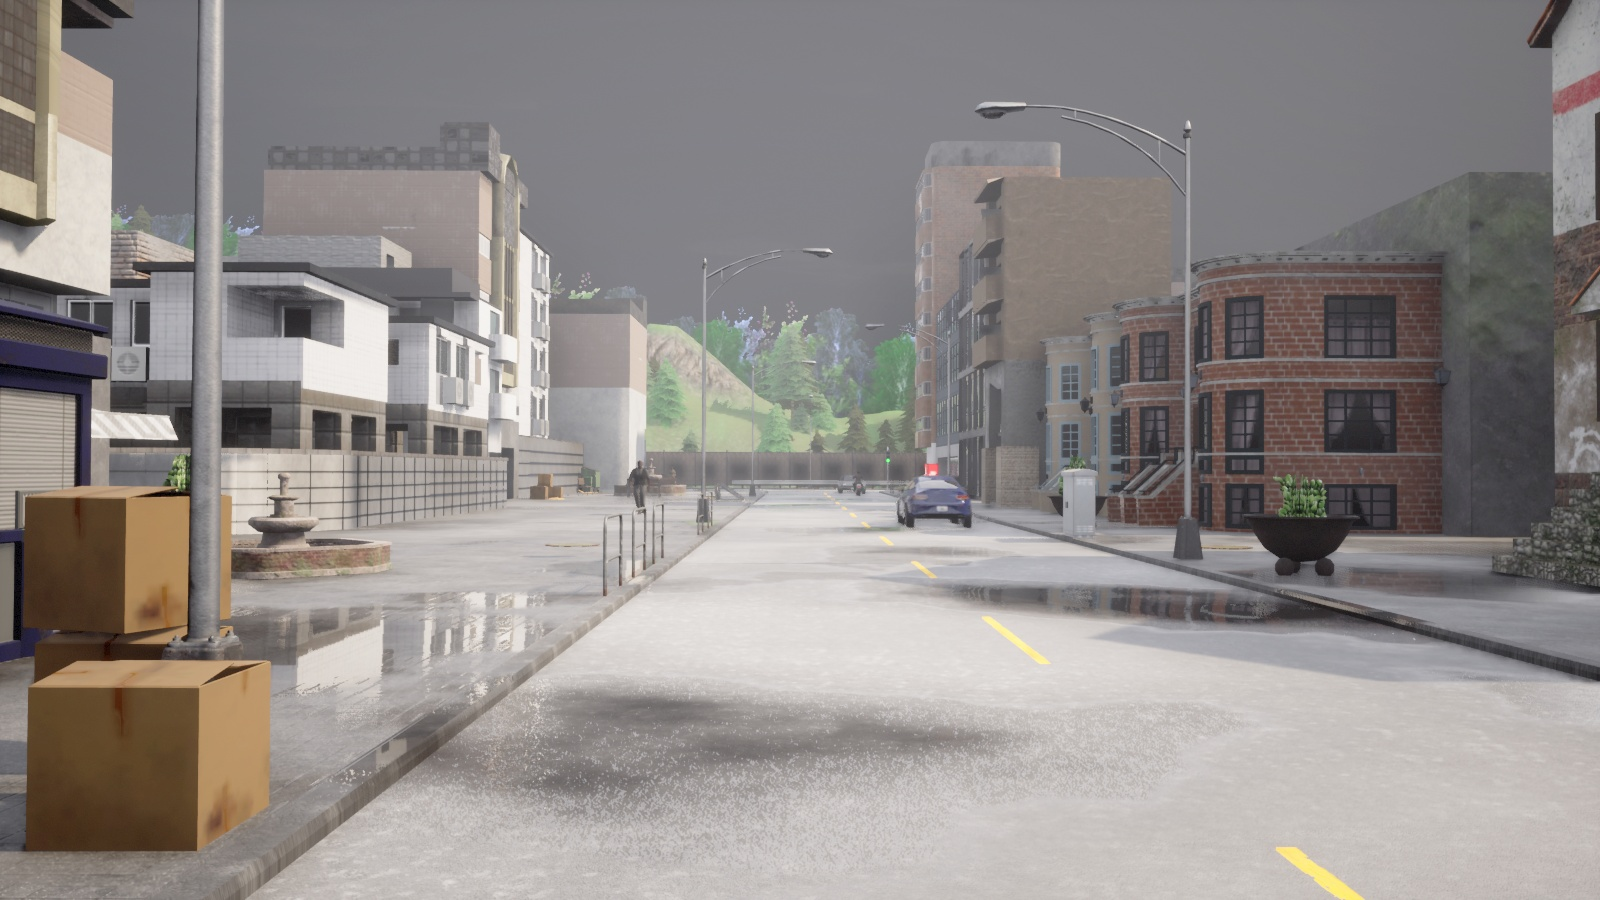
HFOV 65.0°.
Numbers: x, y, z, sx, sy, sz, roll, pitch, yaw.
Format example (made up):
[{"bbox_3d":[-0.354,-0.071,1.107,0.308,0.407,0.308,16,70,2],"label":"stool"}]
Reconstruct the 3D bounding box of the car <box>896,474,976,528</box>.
[{"bbox_3d":[3.880,1.438,36.625,1.812,1.442,4.674,0,-1,0],"label":"car"}]

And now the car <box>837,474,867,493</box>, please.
[{"bbox_3d":[3.696,2.403,89.724,1.895,1.301,4.718,0,-1,-1],"label":"car"}]
